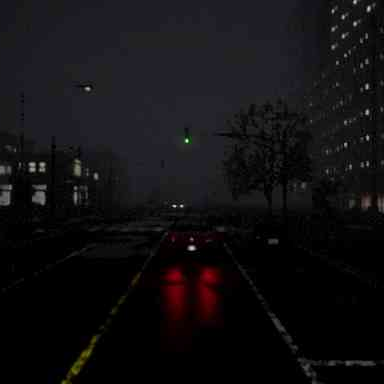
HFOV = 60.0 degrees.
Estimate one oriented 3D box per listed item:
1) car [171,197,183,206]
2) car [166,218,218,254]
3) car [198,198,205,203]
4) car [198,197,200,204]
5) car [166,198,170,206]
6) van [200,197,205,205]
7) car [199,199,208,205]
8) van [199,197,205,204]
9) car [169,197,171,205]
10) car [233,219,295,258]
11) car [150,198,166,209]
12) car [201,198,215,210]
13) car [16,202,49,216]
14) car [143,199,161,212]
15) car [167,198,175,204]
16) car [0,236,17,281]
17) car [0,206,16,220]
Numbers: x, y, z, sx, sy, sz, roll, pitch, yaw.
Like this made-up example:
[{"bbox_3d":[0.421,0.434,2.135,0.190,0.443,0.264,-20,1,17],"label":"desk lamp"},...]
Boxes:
[{"bbox_3d":[-3.013,2.177,73.445,1.882,1.535,5.008,0,-1,0],"label":"car"},{"bbox_3d":[0.000,1.736,14.114,1.895,1.301,4.718,0,-1,0],"label":"car"},{"bbox_3d":[2.677,2.437,95.685,1.752,1.417,4.829,0,-1,0],"label":"car"},{"bbox_3d":[2.681,2.196,67.761,2.008,1.369,4.403,0,-1,0],"label":"car"},{"bbox_3d":[-5.698,2.143,62.207,2.008,1.369,4.403,0,-1,0],"label":"car"},{"bbox_3d":[2.685,1.880,56.662,1.690,1.788,3.998,0,-1,0],"label":"van"},{"bbox_3d":[2.680,2.317,78.863,1.947,1.339,4.313,0,-1,0],"label":"car"},{"bbox_3d":[2.679,2.198,89.966,1.690,1.788,3.998,0,-1,0],"label":"van"},{"bbox_3d":[-5.701,2.275,78.689,1.752,1.417,4.829,0,-1,0],"label":"car"},{"bbox_3d":[2.692,1.691,13.081,1.947,1.339,4.313,0,-1,0],"label":"car"},{"bbox_3d":[-5.695,1.801,51.107,2.192,1.841,5.009,0,-1,0],"label":"car"},{"bbox_3d":[2.684,2.013,51.279,1.752,1.417,4.829,0,-1,0],"label":"car"},{"bbox_3d":[-17.275,1.699,34.557,4.507,1.381,1.887,1,-2,-1],"label":"car"},{"bbox_3d":[-5.695,2.015,45.554,1.802,1.307,4.206,0,-1,0],"label":"car"},{"bbox_3d":[-5.703,2.408,89.960,2.008,1.369,4.403,0,-1,0],"label":"car"},{"bbox_3d":[-5.688,1.639,7.540,1.947,1.339,4.313,0,-1,0],"label":"car"},{"bbox_3d":[-17.152,1.349,26.185,5.009,1.841,2.192,1,-2,-1],"label":"car"}]
